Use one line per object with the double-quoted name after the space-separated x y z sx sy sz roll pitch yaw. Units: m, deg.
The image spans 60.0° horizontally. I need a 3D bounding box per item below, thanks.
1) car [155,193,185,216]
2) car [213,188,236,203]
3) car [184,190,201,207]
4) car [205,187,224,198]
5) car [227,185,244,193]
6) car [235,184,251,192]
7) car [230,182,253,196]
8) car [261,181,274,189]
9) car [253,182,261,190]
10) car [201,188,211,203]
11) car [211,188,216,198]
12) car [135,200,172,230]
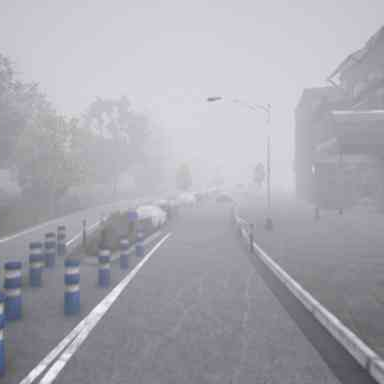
-2.287 1.246 27.681 2.097 1.535 5.008 1 3 9 "car"
4.321 0.571 43.416 1.812 1.442 4.674 0 2 13 "car"
-0.620 0.864 38.076 2.002 1.452 4.674 -1 2 12 "car"
3.807 0.016 55.772 2.097 1.535 5.008 0 3 18 "car"
9.345 -0.669 70.811 2.231 1.521 4.892 -3 1 25 "car"
11.663 -0.909 75.894 2.231 1.521 4.892 -3 1 25 "car"
8.809 -0.453 58.965 2.150 2.045 5.566 0 1 19 "car"
19.802 -1.616 90.754 1.946 1.575 5.366 -3 1 33 "car"
14.160 -1.401 80.917 2.435 2.045 5.566 -3 1 28 "car"
0.667 0.559 44.168 2.097 1.535 5.008 -1 3 14 "car"
2.025 0.295 49.707 2.231 1.521 4.892 0 3 16 "car"
-2.760 1.559 21.563 2.002 1.452 4.674 -2 2 4 "car"
